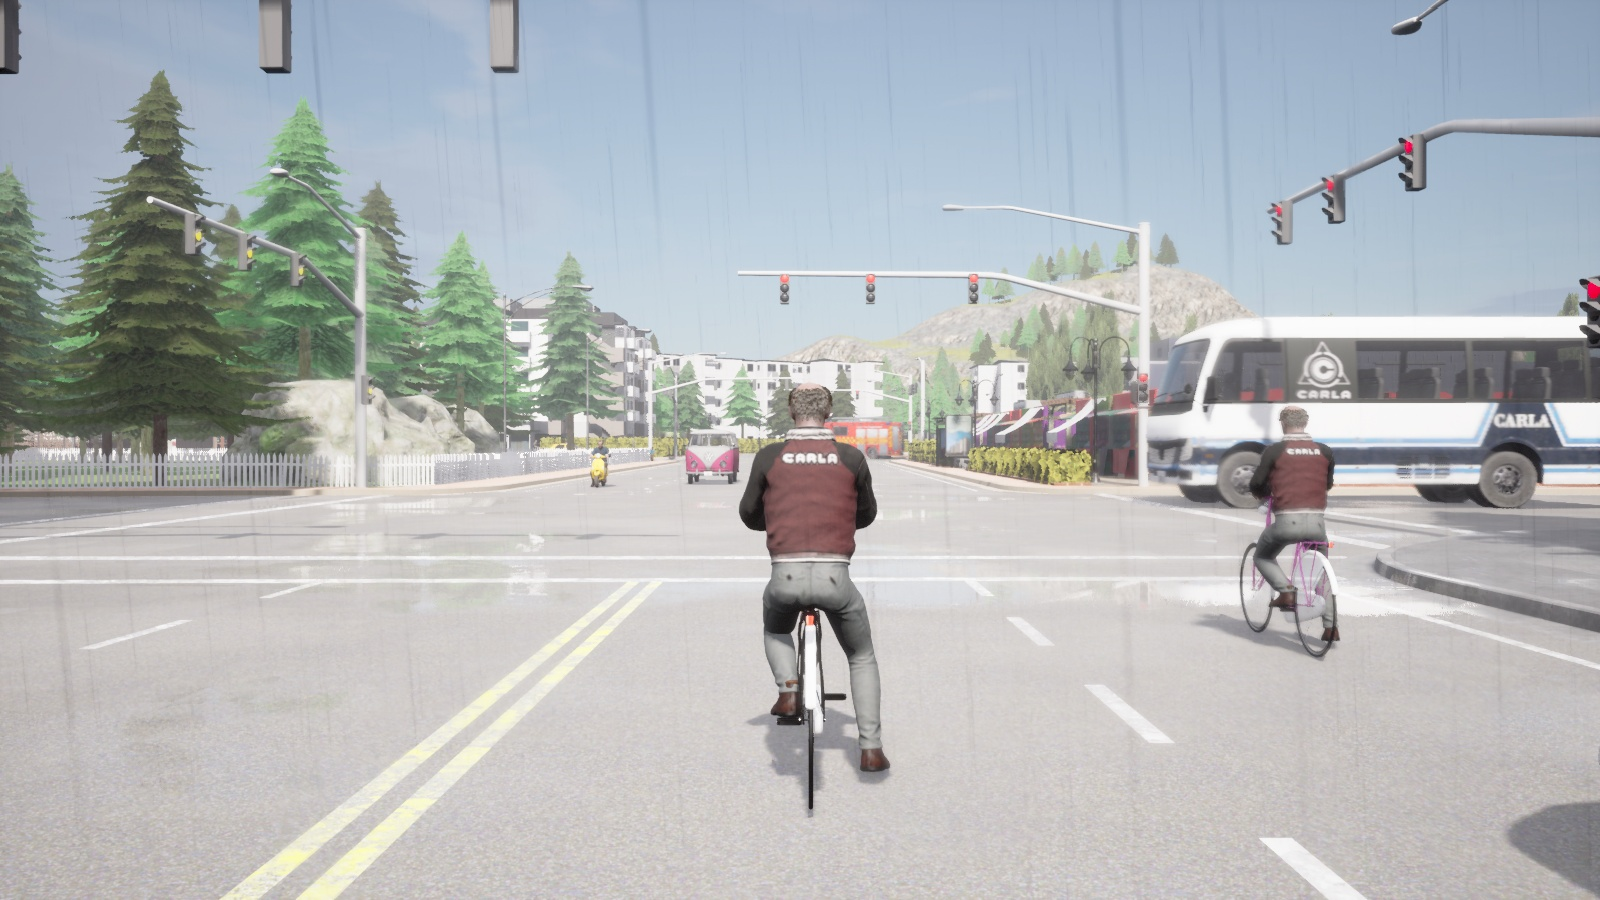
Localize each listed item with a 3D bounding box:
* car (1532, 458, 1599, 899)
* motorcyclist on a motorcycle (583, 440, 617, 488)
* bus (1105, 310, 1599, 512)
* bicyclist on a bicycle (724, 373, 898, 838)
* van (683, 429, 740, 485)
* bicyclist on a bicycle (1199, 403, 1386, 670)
[{"bbox_3d":[3.526,0.763,2.164,1.812,1.442,4.674,0,0,0],"label":"car"},{"bbox_3d":[-6.760,0.454,42.533,0.866,1.590,1.817,0,0,0],"label":"motorcyclist on a motorcycle"},{"bbox_3d":[12.514,-0.834,28.418,10.273,4.253,3.944,0,0,0],"label":"bus"},{"bbox_3d":[0.046,0.585,5.708,0.659,1.776,1.843,0,1,0],"label":"bicyclist on a bicycle"},{"bbox_3d":[-3.237,0.233,46.760,1.775,1.987,4.442,0,0,0],"label":"van"},{"bbox_3d":[3.564,0.568,9.269,0.659,1.776,1.843,0,1,0],"label":"bicyclist on a bicycle"}]
